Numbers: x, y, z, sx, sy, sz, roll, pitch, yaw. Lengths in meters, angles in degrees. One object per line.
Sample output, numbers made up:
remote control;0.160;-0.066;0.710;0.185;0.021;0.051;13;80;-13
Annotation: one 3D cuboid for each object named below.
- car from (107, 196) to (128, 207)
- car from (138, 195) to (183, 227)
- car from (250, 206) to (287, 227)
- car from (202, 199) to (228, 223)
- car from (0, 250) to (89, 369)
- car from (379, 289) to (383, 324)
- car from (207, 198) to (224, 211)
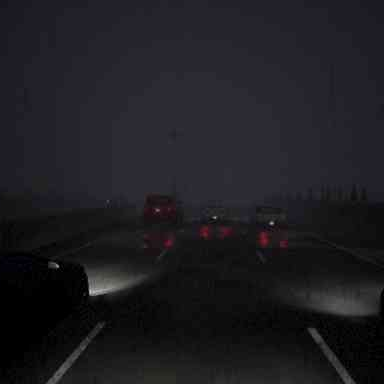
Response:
car;-10.738;1.329;48.120;2.097;1.767;4.553;0;0;4
car;-1.916;1.210;23.178;2.150;2.045;5.566;0;0;4
car;5.062;1.611;22.633;1.895;1.301;4.718;0;0;4
car;1.744;1.525;25.232;1.812;1.442;4.674;0;0;4
car;-3.099;1.553;4.975;1.994;1.385;4.181;0;0;3
car;3.797;1.515;3.271;1.837;1.490;4.892;0;0;2
car;3.014;1.547;42.819;2.033;1.411;5.357;0;0;4
